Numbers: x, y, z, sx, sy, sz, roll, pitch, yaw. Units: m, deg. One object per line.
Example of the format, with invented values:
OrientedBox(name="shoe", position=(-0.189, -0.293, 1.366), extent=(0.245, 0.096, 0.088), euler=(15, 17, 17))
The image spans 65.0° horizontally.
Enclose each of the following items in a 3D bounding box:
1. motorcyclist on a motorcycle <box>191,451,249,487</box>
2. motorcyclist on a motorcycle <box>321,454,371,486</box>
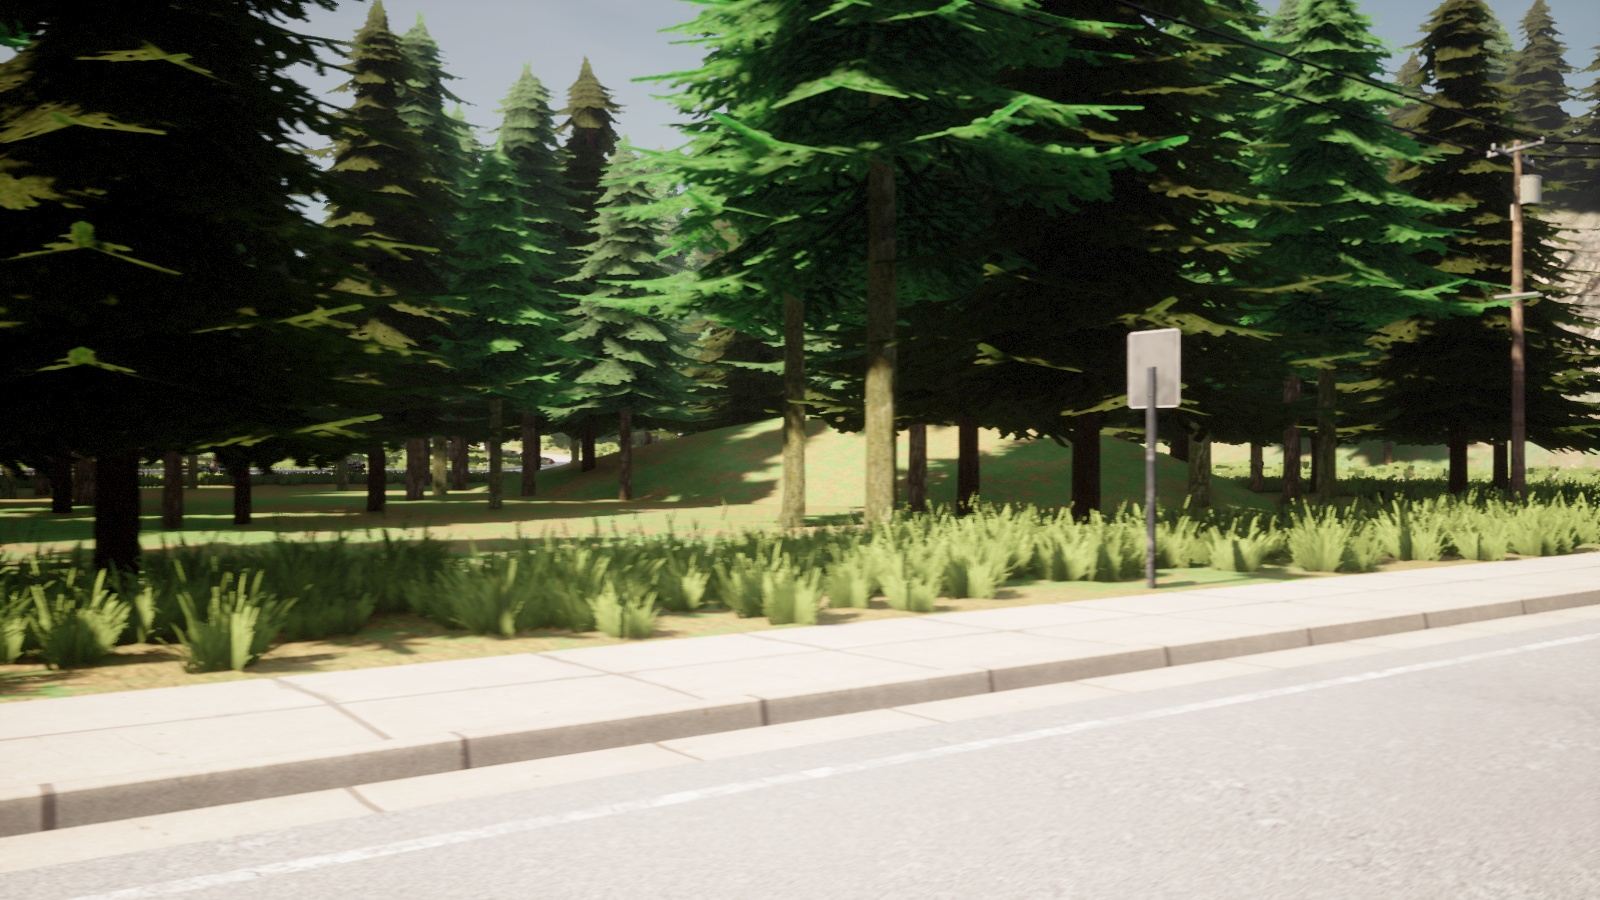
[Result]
OrientedBox(name="motorcyclist on a motorcycle", position=(-26.976, 0.894, 58.395), extent=(2.350, 1.649, 0.766), euler=(0, 0, -35))
OrientedBox(name="motorcyclist on a motorcycle", position=(-22.286, 0.976, 61.652), extent=(2.191, 1.530, 0.866), euler=(0, 0, -35))
